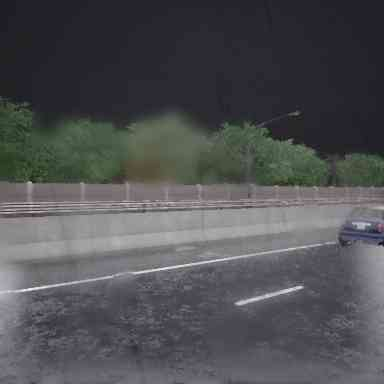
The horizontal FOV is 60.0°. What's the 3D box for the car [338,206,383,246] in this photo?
[{"bbox_3d":[8.244,1.369,14.049,4.553,1.767,2.097,0,0,-36],"label":"car"}]
